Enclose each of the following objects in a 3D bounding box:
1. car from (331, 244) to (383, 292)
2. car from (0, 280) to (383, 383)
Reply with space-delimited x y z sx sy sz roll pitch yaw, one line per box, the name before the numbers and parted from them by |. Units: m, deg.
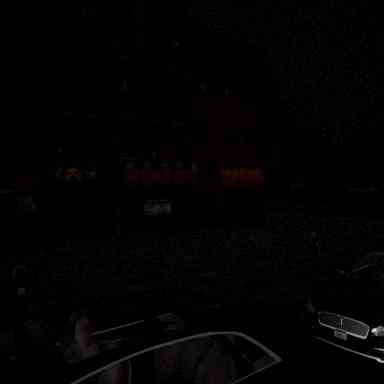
car | 3.628 1.548 5.430 4.403 1.369 2.008 0 -2 -36
car | -0.805 1.550 2.261 4.403 1.369 2.008 0 -2 -36
